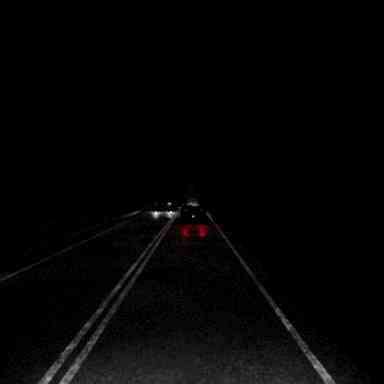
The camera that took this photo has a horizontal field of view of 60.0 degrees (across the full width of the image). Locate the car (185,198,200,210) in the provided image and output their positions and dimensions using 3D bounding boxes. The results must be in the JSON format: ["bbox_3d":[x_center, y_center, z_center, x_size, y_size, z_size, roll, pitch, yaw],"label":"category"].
[{"bbox_3d":[0.099,1.522,42.973,1.812,1.442,4.674,0,0,0],"label":"car"}]

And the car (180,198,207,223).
[{"bbox_3d":[0.100,1.490,25.593,2.128,1.511,4.902,0,0,0],"label":"car"}]

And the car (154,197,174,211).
[{"bbox_3d":[-3.344,1.349,39.785,2.097,1.767,4.553,0,0,0],"label":"car"}]
